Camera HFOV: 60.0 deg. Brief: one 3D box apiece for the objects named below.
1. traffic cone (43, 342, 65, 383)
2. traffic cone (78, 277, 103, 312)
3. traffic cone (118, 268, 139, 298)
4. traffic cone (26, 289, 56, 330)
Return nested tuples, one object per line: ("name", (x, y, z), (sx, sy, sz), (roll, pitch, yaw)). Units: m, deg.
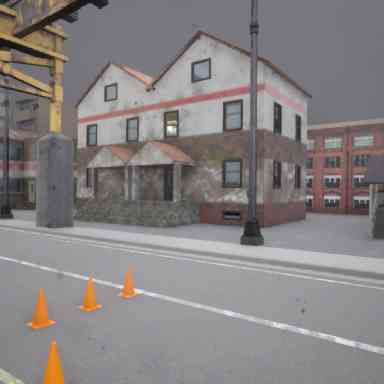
("traffic cone", (-1.520, 1.952, 3.657), (0.340, 0.580, 0.340), (0, 0, 36))
("traffic cone", (-1.972, 1.949, 6.449), (0.340, 0.580, 0.340), (0, 0, 36))
("traffic cone", (-1.386, 1.949, 7.260), (0.340, 0.580, 0.340), (0, 0, 36))
("traffic cone", (-2.557, 1.949, 5.638), (0.340, 0.580, 0.340), (0, 0, 36))
